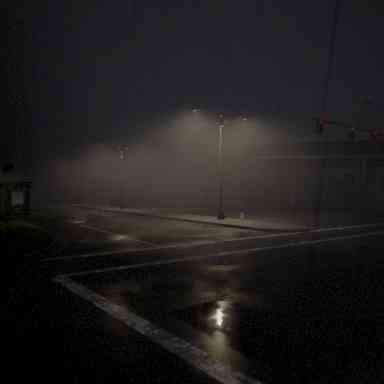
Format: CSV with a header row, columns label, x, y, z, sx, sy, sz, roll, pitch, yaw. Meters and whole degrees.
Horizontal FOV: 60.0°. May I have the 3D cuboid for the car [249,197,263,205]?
label,x,y,z,sx,sy,sz,roll,pitch,yaw
car,11.984,1.580,61.129,1.994,1.385,4.181,0,0,29

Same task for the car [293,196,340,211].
label,x,y,z,sx,sy,sz,roll,pitch,yaw
car,13.835,1.306,38.107,2.242,1.667,4.611,0,0,-35

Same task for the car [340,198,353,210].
label,x,y,z,sx,sy,sz,roll,pitch,yaw
car,18.096,1.469,42.035,1.970,1.475,3.806,0,0,-35

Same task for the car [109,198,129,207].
label,x,y,z,sx,sy,sz,roll,pitch,yaw
car,-11.164,1.572,50.695,1.994,1.385,4.181,0,0,-35

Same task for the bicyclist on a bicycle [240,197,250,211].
label,x,y,z,sx,sy,sz,roll,pitch,yaw
bicyclist on a bicycle,6.256,1.440,39.741,1.656,1.620,0.582,-6,-7,-37
